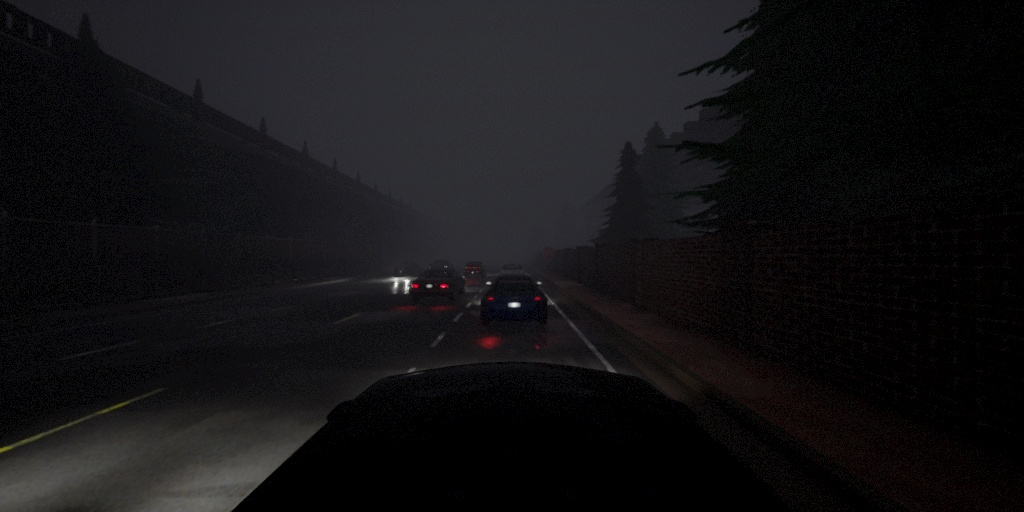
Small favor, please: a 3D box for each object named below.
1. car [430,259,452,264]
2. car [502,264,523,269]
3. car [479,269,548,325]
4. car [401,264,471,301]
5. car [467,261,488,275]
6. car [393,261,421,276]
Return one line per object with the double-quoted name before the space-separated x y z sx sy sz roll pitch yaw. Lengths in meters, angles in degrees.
"car" -7.083 1.106 35.917 2.097 1.767 4.553 0 0 0
"car" 0.059 1.350 30.967 1.895 1.301 4.718 0 0 0
"car" 0.069 1.314 11.855 1.994 1.385 4.181 0 0 0
"car" -3.419 1.299 17.313 2.033 1.411 5.357 0 0 0
"car" -3.440 1.253 33.807 1.837 1.490 4.892 0 -1 0
"car" -10.577 1.250 36.621 2.128 1.511 4.902 0 0 1
